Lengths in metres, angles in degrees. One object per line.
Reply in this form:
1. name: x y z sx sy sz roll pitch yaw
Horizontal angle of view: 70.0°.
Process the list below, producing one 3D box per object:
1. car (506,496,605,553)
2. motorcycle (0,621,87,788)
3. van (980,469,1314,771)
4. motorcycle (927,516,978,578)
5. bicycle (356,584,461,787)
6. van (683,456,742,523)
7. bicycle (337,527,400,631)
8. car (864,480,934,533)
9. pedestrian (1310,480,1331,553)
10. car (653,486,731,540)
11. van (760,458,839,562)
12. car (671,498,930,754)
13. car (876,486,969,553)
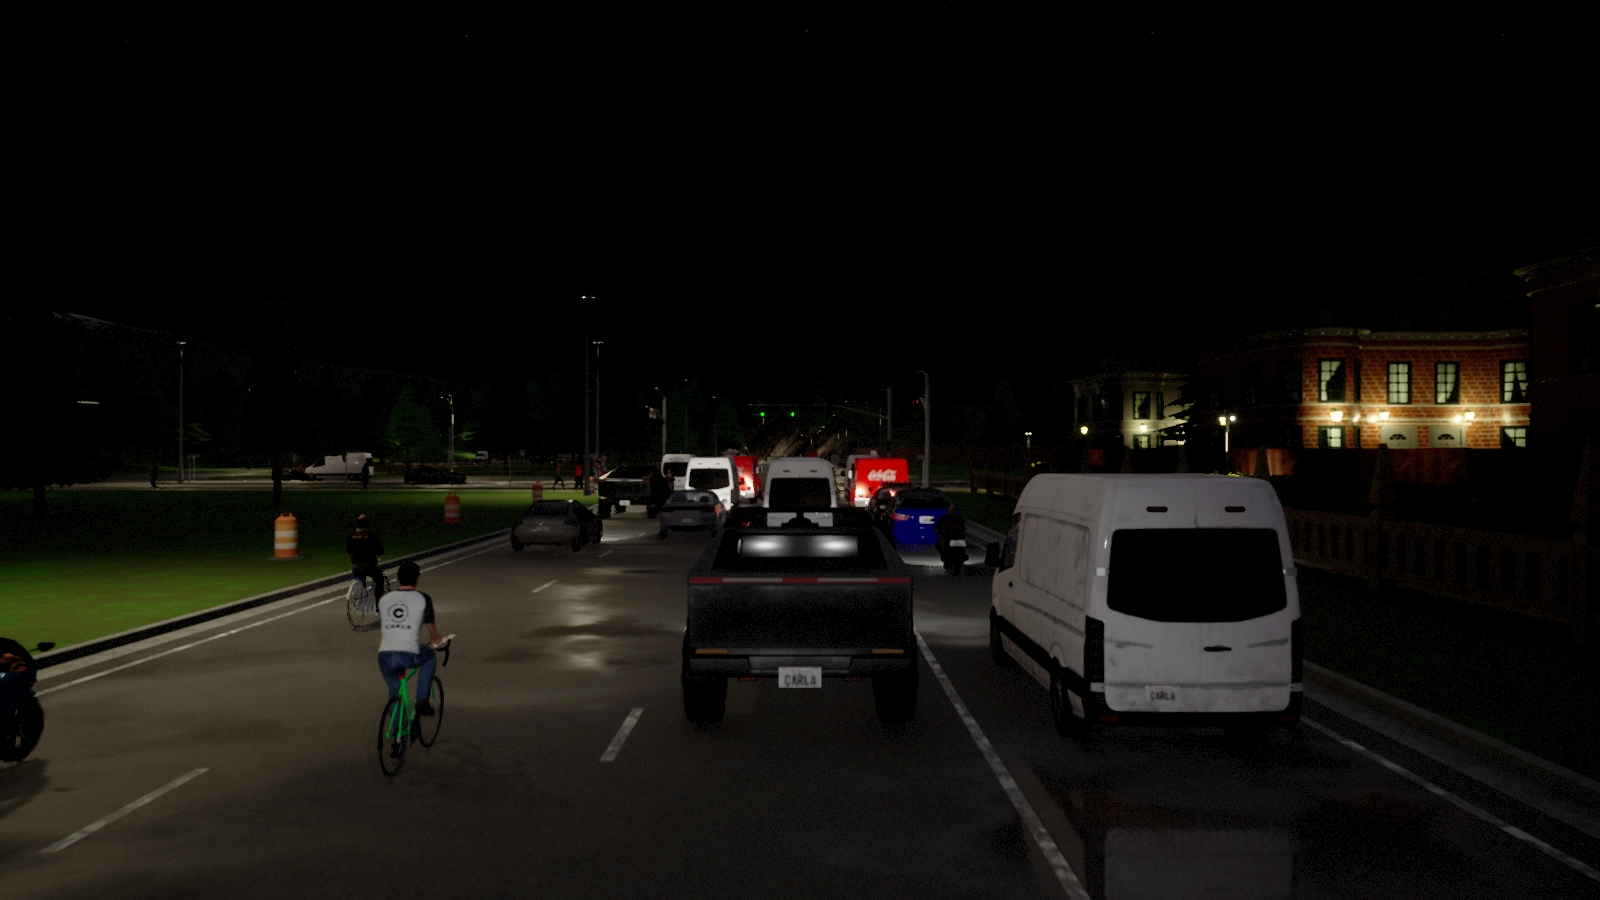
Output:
1. car: -6.999 2.120 33.146 1.994 1.385 4.181 0 0 0
2. motorcycle: -7.000 2.187 9.548 0.803 1.199 2.033 0 0 0
3. van: 3.497 1.535 12.940 1.988 2.561 5.915 0 0 0
4. motorcycle: 3.501 2.207 26.418 0.867 1.251 2.209 0 0 0
5. bicycle: -3.499 2.057 10.323 0.373 1.496 1.643 0 0 0
6. van: -3.504 1.537 46.770 1.988 2.561 5.915 0 0 0
7. bicycle: -7.003 2.061 18.622 0.329 1.471 1.835 0 1 0
8. car: 3.501 1.985 41.432 2.097 1.638 5.238 0 0 0
9. pedestrian: 13.377 1.698 29.384 0.375 1.860 0.375 0 0 1
10. car: -3.494 2.037 37.905 2.097 1.535 5.006 0 0 0
11. van: -0.003 1.537 31.636 1.988 2.561 5.915 0 0 0
12. car: 0.001 1.754 13.680 2.390 2.098 6.274 0 0 0
13. car: 3.500 1.970 33.573 2.242 1.667 4.611 0 0 0
